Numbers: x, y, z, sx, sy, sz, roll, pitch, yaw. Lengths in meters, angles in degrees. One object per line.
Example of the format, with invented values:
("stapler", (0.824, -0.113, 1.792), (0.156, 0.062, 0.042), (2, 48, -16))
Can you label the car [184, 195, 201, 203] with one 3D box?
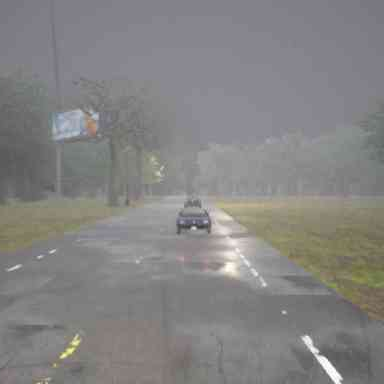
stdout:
("car", (0.104, 1.114, 42.066), (2.097, 1.767, 4.553), (0, 0, 0))

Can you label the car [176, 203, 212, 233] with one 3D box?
("car", (0.102, 1.560, 19.426), (1.895, 1.301, 4.718), (0, 0, 0))
